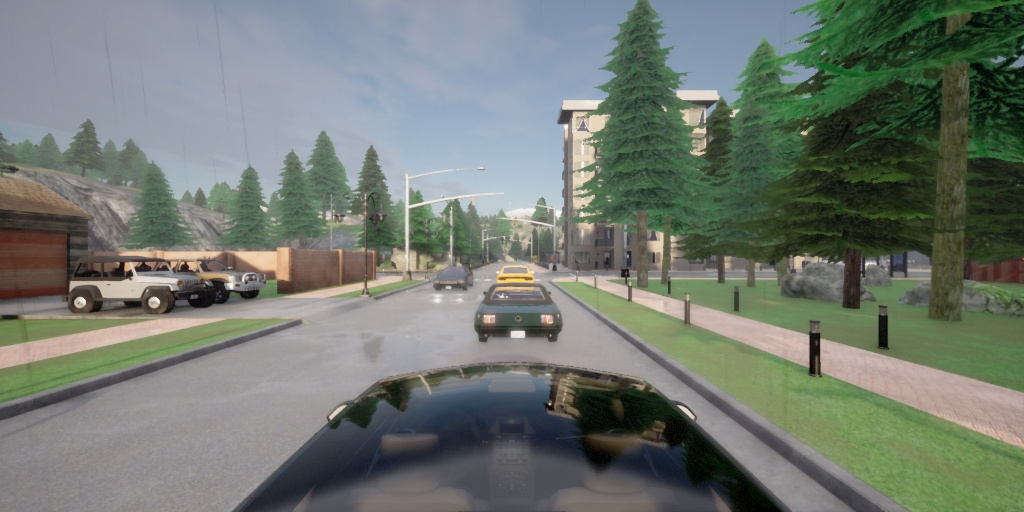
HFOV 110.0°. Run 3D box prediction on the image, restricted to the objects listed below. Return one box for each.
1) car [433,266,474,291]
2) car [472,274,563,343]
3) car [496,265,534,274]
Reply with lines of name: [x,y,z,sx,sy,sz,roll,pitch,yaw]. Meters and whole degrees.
car: [-3.413,1.310,22.014,2.033,1.411,5.357,0,0,0]
car: [0.145,1.351,9.700,1.895,1.301,4.718,0,0,0]
car: [0.174,1.228,19.040,1.882,1.535,5.008,0,0,0]
